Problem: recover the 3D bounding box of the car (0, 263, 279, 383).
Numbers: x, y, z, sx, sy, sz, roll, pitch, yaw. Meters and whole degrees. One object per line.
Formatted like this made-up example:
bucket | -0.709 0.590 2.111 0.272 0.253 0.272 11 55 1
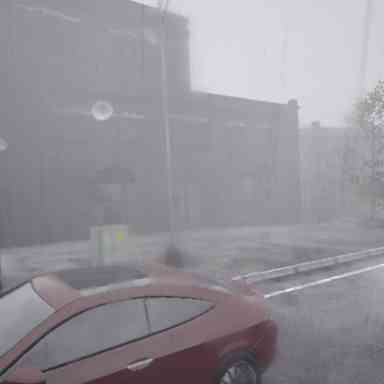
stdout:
car | -1.130 1.525 3.169 4.674 1.442 1.812 0 0 -36
